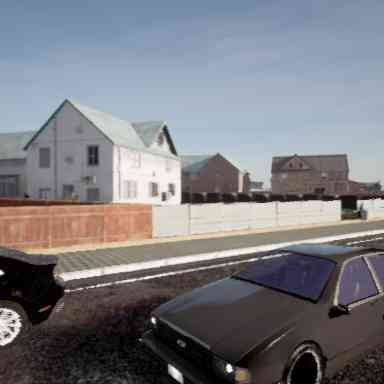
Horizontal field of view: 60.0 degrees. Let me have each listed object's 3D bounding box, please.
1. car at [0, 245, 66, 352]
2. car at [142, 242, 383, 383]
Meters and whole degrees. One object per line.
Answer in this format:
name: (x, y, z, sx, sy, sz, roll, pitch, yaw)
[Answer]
car: (-4.349, 1.506, 4.576, 4.892, 1.490, 1.837, 0, 0, -35)
car: (1.983, 1.544, 5.103, 5.357, 1.411, 2.033, 0, 0, -36)
